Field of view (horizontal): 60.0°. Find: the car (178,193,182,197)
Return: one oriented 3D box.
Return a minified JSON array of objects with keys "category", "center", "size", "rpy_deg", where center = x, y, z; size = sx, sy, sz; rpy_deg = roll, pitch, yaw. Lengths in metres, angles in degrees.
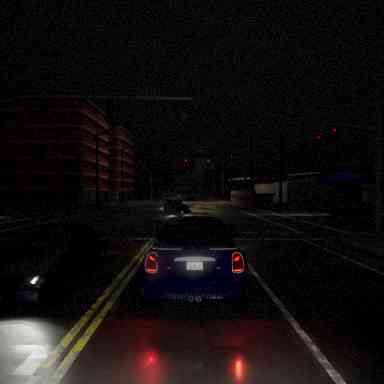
[{"category":"car","center":[-3.660,1.547,69.459],"size":[2.033,1.411,5.357],"rpy_deg":[0,0,0]}]

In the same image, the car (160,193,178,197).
[{"category":"car","center":[-3.716,1.221,52.109],"size":[2.150,2.045,5.566],"rpy_deg":[0,0,0]}]

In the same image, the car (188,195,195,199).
[{"category":"car","center":[-0.188,1.500,81.285],"size":[1.837,1.490,4.892],"rpy_deg":[0,0,0]}]

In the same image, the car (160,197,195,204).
[{"category":"car","center":[-1.670,1.521,33.860],"size":[2.033,1.411,5.357],"rpy_deg":[0,0,-17]}]

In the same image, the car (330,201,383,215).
[{"category":"car","center":[16.391,1.601,33.204],"size":[4.718,1.301,1.895],"rpy_deg":[0,0,0]}]

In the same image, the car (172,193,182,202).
[{"category":"car","center":[-3.688,1.225,81.319],"size":[2.150,2.045,5.566],"rpy_deg":[0,0,0]}]

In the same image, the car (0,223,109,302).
[{"category":"car","center":[-3.619,1.547,8.700],"size":[2.033,1.411,5.357],"rpy_deg":[0,0,0]}]

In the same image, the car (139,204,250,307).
[{"category":"car","center":[0.056,1.352,8.117],"size":[2.097,1.767,4.553],"rpy_deg":[0,0,0]}]
